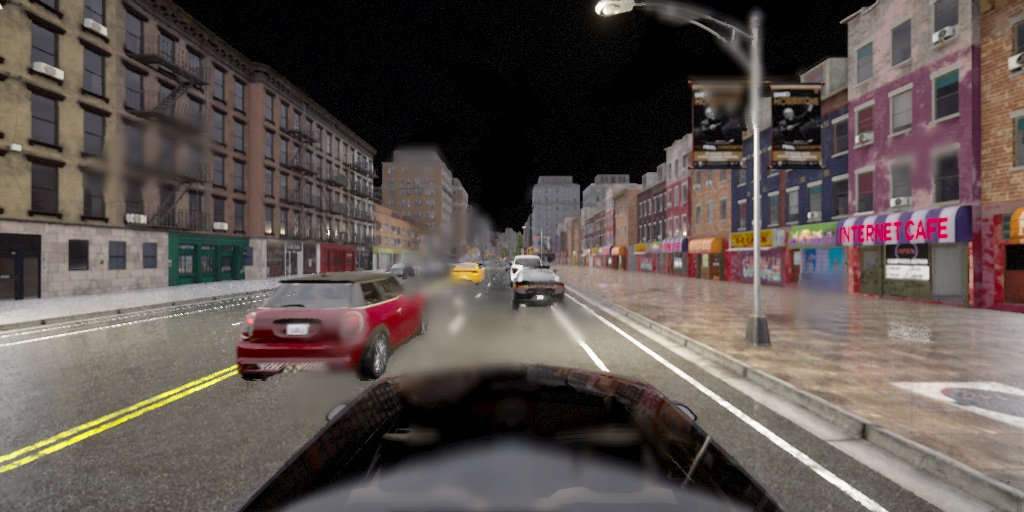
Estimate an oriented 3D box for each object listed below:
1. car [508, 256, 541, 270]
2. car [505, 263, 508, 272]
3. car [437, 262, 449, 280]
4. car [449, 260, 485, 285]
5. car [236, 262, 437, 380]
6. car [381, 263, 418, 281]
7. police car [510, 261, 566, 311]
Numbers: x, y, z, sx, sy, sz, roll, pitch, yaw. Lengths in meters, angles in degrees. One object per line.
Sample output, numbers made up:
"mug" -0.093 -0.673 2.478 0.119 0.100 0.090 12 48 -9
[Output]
"car" 0.977 1.010 24.581 2.150 2.045 5.566 0 0 0
"car" 0.018 1.484 50.628 2.033 1.411 5.357 0 0 0
"car" -6.598 1.297 31.818 1.882 1.535 5.008 0 0 0
"car" -3.151 1.269 26.607 1.882 1.535 5.008 0 0 0
"car" -3.150 1.108 7.407 2.097 1.767 4.553 0 0 0
"car" -9.848 1.345 31.837 1.812 1.442 4.674 0 0 0
"police car" 0.976 1.191 14.659 1.930 1.638 5.238 0 0 0
